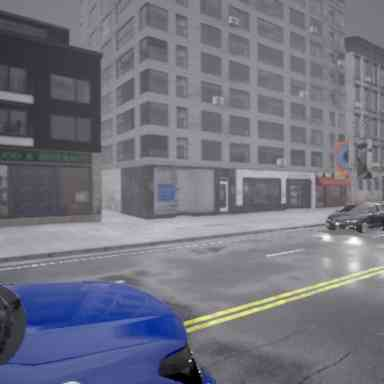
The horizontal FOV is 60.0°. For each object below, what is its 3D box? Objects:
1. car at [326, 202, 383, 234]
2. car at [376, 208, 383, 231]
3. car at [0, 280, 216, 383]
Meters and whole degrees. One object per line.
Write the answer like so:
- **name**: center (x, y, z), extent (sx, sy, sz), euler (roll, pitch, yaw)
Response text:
- **car**: center (9.362, 1.362, 18.340), extent (4.892, 1.490, 1.837), euler (-1, 0, -35)
- **car**: center (10.755, 1.464, 15.344), extent (4.718, 1.301, 1.895), euler (-1, 0, -35)
- **car**: center (-2.465, 1.224, 1.682), extent (5.566, 2.045, 2.150), euler (0, 0, -35)
